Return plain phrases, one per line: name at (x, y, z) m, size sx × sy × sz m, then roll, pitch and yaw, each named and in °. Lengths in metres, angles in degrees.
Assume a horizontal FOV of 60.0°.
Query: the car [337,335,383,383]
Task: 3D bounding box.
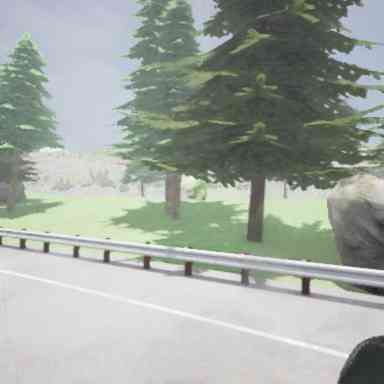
car at (2.923, 1.564, 1.738) m, size 4.181 × 1.385 × 1.994 m, roll 0°, pitch 0°, yaw 36°
